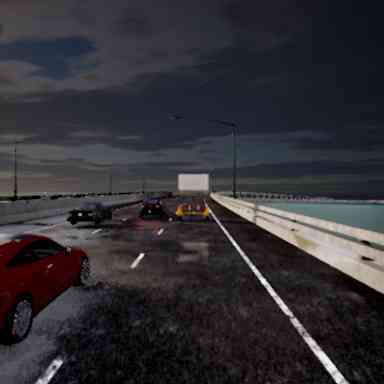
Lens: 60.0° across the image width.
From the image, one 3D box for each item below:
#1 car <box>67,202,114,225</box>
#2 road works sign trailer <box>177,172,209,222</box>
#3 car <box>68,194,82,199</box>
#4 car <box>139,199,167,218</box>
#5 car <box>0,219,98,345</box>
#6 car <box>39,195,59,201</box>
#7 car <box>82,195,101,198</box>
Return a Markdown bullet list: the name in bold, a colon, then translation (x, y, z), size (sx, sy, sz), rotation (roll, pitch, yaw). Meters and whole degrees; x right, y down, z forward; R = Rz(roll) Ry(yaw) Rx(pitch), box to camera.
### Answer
- **car**: translation (-6.801, 1.413, 22.786), size (2.033, 1.411, 5.357), rotation (0, 0, 0)
- **road works sign trailer**: translation (0.113, 0.317, 25.115), size (2.380, 3.560, 2.880), rotation (0, 0, 1)
- **car**: translation (-20.389, 1.151, 59.051), size (1.837, 1.490, 4.892), rotation (0, 1, 2)
- **car**: translation (-3.247, 1.325, 28.267), size (2.128, 1.511, 4.902), rotation (0, 0, 1)
- **car**: translation (-3.388, 1.489, 6.171), size (1.812, 1.442, 4.674), rotation (0, 0, 0)
- **car**: translation (-23.969, 1.230, 55.992), size (1.994, 1.385, 4.181), rotation (0, 0, 2)
- **car**: translation (-16.907, 1.198, 58.413), size (2.033, 1.411, 5.357), rotation (0, 0, 2)
